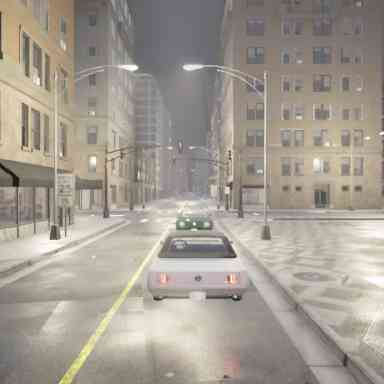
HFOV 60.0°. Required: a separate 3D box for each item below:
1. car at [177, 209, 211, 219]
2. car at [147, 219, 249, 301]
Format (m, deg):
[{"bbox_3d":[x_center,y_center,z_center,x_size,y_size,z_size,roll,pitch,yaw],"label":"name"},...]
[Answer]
[{"bbox_3d":[0.123,1.601,18.514,1.895,1.301,4.718,0,0,0],"label":"car"},{"bbox_3d":[0.110,1.601,8.279,1.895,1.301,4.718,0,0,0],"label":"car"}]
